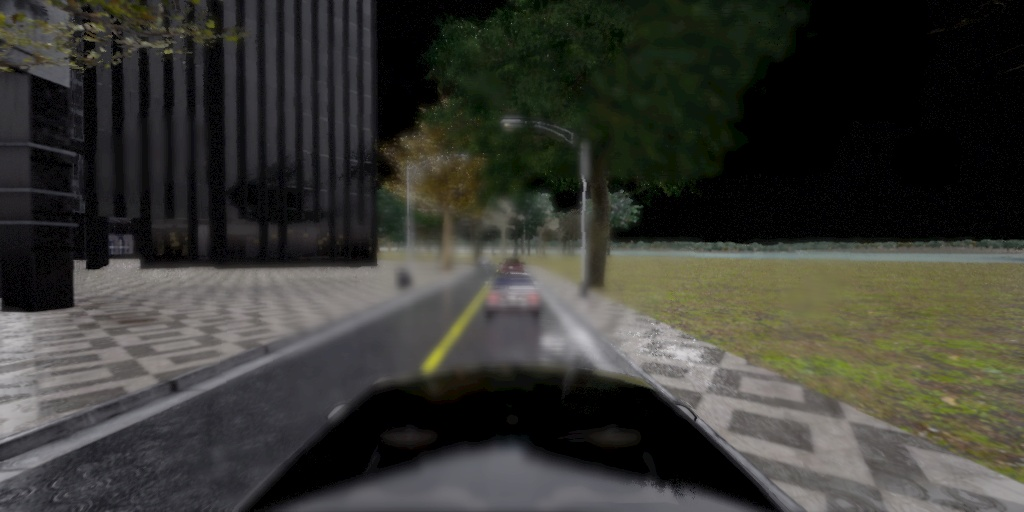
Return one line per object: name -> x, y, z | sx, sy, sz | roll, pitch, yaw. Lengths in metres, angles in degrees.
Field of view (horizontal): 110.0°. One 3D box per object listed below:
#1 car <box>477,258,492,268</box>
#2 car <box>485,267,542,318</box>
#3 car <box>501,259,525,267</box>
car -> -4.199, 1.019, 54.569 | 2.128, 1.511, 4.902 | 0, 0, -13
car -> 0.064, 1.290, 12.933 | 2.033, 1.411, 5.357 | 0, 0, 0
car -> 0.093, 1.030, 31.261 | 2.097, 1.767, 4.553 | 0, 0, 0
